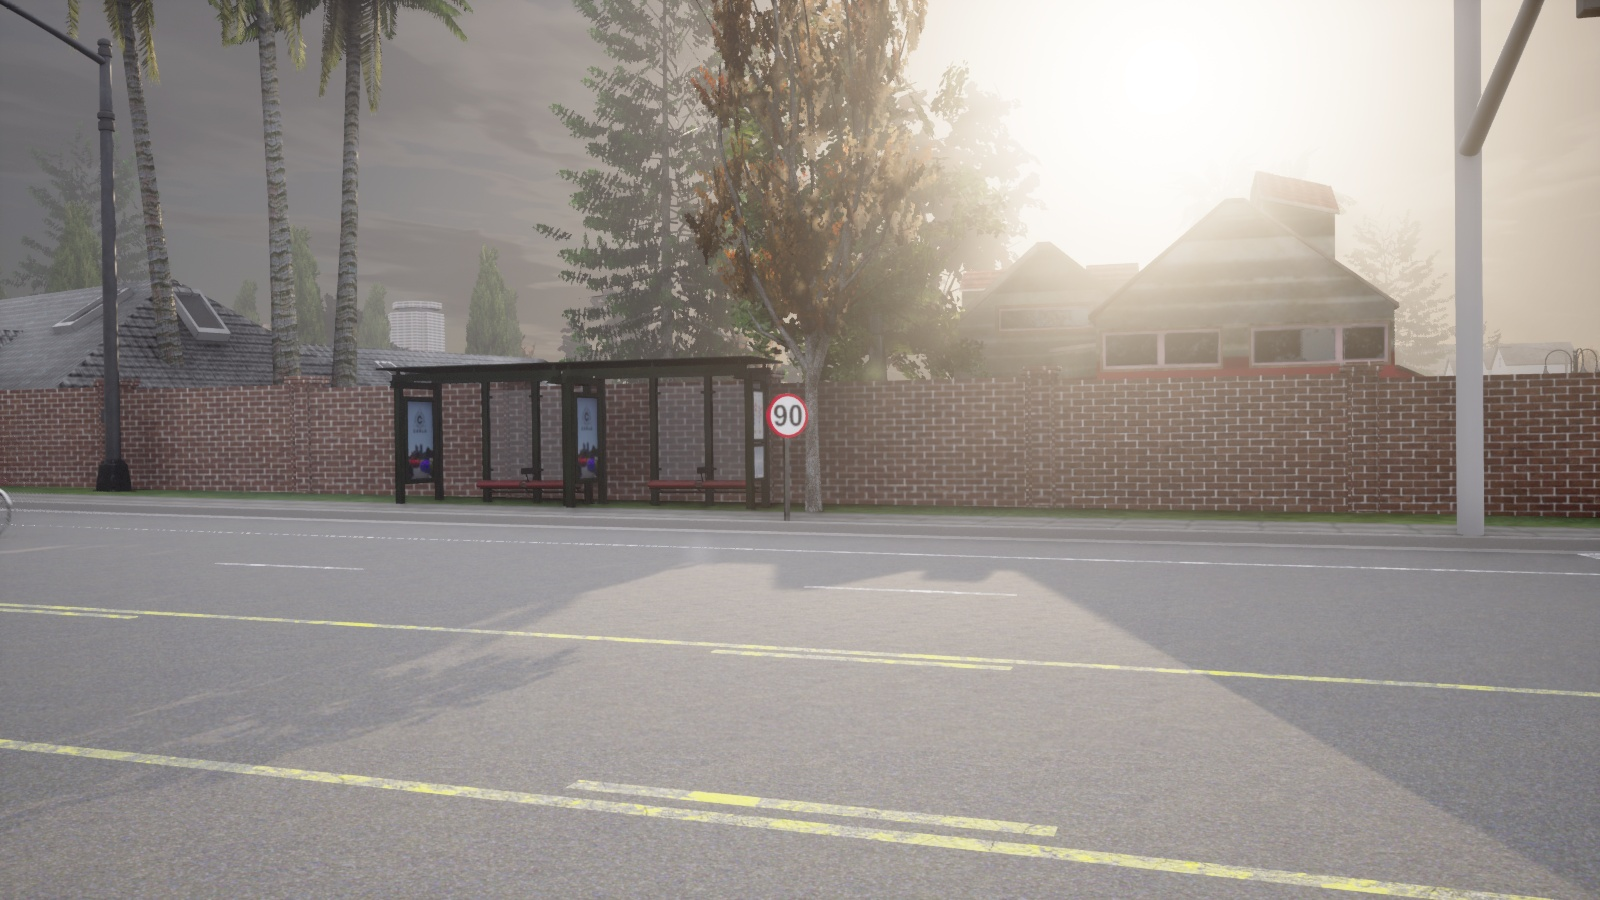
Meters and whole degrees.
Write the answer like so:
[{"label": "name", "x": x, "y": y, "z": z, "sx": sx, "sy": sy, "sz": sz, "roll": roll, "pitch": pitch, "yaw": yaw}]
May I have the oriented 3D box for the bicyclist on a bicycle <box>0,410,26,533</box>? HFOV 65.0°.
[{"label": "bicyclist on a bicycle", "x": -12.351, "y": 0.297, "z": 18.421, "sx": 1.843, "sy": 1.776, "sz": 0.659, "roll": 1, "pitch": 1, "yaw": 19}]
